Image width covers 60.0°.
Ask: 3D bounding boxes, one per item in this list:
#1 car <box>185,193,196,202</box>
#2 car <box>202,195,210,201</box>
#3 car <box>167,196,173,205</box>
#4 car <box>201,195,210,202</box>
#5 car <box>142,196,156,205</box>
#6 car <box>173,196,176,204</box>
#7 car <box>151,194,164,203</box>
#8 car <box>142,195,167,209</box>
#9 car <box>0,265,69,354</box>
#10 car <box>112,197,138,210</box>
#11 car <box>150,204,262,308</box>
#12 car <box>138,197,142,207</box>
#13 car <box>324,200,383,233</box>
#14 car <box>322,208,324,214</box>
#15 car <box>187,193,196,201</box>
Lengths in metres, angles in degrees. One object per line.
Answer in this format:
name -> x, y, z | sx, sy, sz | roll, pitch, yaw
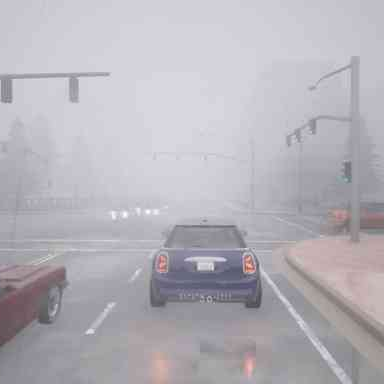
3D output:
car -> -0.459, 1.520, 72.755 | 1.812, 1.442, 4.674 | 0, 0, 2
car -> 3.404, 1.475, 82.324 | 1.882, 1.535, 5.008 | 0, 0, 2
car -> -4.715, 1.478, 55.156 | 1.882, 1.535, 5.008 | 0, 0, 2
car -> 3.076, 1.549, 73.619 | 1.994, 1.385, 4.181 | 0, 0, 2
car -> -7.938, 1.505, 61.921 | 1.837, 1.490, 4.892 | 0, 0, 3
car -> -4.274, 1.478, 65.454 | 1.882, 1.535, 5.008 | 0, 0, 3
car -> -7.490, 1.355, 72.076 | 2.097, 1.767, 4.553 | 0, 0, 2
car -> -5.078, 1.491, 45.797 | 2.128, 1.511, 4.902 | 0, 0, 2
car -> -3.307, 1.601, 4.216 | 1.895, 1.301, 4.718 | 0, 0, 2
car -> -8.705, 1.601, 42.530 | 1.895, 1.301, 4.718 | 0, 0, 2
car -> 0.305, 1.352, 8.090 | 2.097, 1.767, 4.553 | 0, 0, 2
car -> -8.347, 1.491, 51.835 | 2.128, 1.511, 4.902 | 0, 0, 2
car -> 10.343, 1.352, 18.898 | 4.553, 1.767, 2.097 | 0, 0, 2
car -> 14.115, 1.505, 29.515 | 4.892, 1.490, 1.837 | 0, 0, 4
car -> -0.092, 1.223, 82.486 | 2.150, 2.045, 5.566 | 0, 0, 2
